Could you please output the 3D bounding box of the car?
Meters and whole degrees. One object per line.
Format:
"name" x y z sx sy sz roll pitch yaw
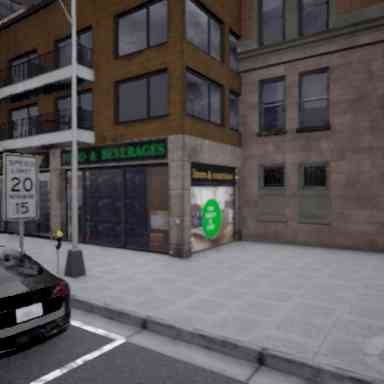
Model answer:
"car" -3.759 1.548 5.338 4.313 1.339 1.947 0 0 34
